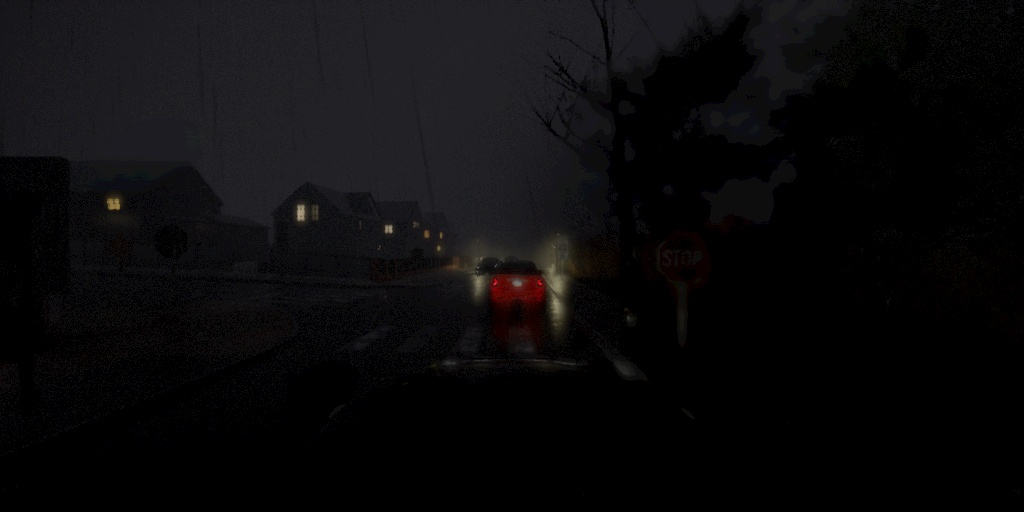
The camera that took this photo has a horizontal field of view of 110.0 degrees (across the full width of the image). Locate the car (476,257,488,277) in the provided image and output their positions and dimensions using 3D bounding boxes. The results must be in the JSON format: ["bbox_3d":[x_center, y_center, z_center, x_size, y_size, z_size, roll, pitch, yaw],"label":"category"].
[{"bbox_3d":[-1.890,0.908,32.419,2.097,1.767,4.553,0,0,4],"label":"car"}]

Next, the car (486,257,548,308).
[{"bbox_3d":[0.289,1.007,14.804,2.097,1.767,4.553,0,0,2],"label":"car"}]

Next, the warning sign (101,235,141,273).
[{"bbox_3d":[-19.888,-0.124,18.234,1.060,1.860,1.300,0,0,0],"label":"warning sign"}]

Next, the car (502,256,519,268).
[{"bbox_3d":[-0.128,0.871,53.636,2.097,1.767,4.553,0,0,6],"label":"car"}]
